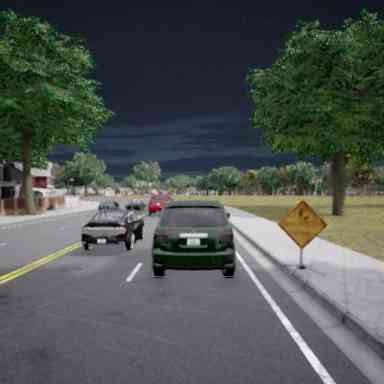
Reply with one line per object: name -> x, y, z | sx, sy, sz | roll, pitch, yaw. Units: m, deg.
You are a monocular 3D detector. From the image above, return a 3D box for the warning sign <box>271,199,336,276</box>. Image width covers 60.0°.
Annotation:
warning sign -> 2.866, 1.128, 8.686 | 1.300, 1.860, 1.060 | 1, 1, 0

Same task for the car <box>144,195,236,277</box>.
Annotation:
car -> 0.066, 1.240, 10.421 | 2.150, 2.045, 5.566 | 0, 0, 1

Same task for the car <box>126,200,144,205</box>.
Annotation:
car -> -6.670, 1.649, 39.149 | 1.895, 1.301, 4.718 | 0, 0, -1

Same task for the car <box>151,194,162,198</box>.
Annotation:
car -> -3.147, 1.265, 34.062 | 2.150, 2.045, 5.566 | 0, 0, 0

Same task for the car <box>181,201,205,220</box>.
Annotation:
car -> 0.094, 1.587, 30.287 | 2.033, 1.411, 5.357 | 0, 0, 0

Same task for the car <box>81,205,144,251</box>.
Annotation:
car -> -3.168, 1.511, 14.113 | 2.128, 1.511, 4.902 | 0, 0, 0

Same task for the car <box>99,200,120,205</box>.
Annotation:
car -> -9.980, 1.614, 40.243 | 1.994, 1.385, 4.181 | 0, 0, -2
